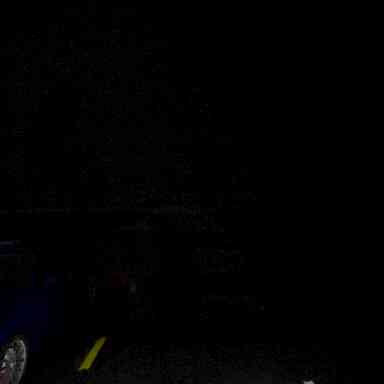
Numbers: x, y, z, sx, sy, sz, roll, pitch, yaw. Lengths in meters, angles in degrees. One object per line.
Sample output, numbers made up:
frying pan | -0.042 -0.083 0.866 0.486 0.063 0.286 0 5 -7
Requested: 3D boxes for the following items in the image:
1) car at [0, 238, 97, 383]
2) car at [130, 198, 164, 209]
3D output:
car | -2.849 1.525 5.205 1.812 1.442 4.674 0 0 0
car | -6.602 1.645 48.840 4.892 1.490 1.837 -2 -1 0
